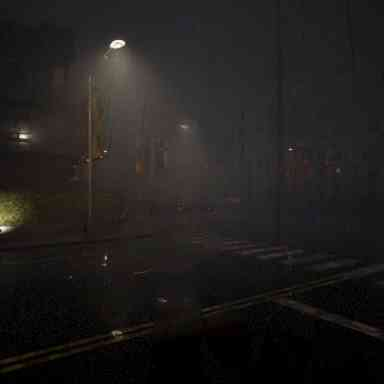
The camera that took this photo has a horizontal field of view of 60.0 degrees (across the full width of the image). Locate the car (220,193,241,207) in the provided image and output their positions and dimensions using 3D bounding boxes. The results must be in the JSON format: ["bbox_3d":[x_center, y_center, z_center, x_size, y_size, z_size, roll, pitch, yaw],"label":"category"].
[{"bbox_3d":[5.003,1.222,50.900,2.150,2.045,5.566,0,0,-34],"label":"car"}]

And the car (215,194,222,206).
[{"bbox_3d":[1.744,1.478,49.483,1.882,1.535,5.008,0,0,-35],"label":"car"}]

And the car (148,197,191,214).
[{"bbox_3d":[-2.414,1.526,34.972,1.812,1.442,4.674,0,0,-35],"label":"car"}]

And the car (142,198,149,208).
[{"bbox_3d":[-5.130,1.492,45.096,2.128,1.511,4.902,0,0,-34],"label":"car"}]

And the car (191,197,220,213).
[{"bbox_3d":[0.670,1.564,36.667,1.994,1.385,4.181,0,0,-35],"label":"car"}]
